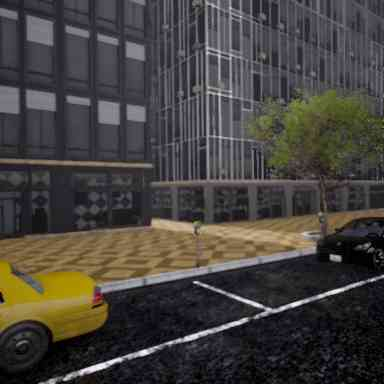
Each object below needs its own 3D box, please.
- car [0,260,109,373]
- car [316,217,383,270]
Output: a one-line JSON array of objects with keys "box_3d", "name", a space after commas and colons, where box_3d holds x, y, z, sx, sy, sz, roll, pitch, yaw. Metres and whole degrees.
[{"box_3d": [-3.523, 1.530, 4.057, 4.829, 1.417, 1.752, 0, 0, -36], "name": "car"}, {"box_3d": [5.867, 1.498, 10.761, 4.313, 1.339, 1.947, 0, 0, -36], "name": "car"}]
